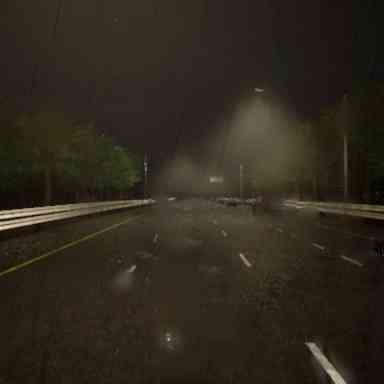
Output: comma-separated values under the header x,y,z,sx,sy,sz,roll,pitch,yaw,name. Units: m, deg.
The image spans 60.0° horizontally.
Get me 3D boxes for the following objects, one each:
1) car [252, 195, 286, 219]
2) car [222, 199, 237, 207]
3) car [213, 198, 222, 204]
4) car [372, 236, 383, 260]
x,y,z,sx,sy,sz,roll,pitch,yaw,name
7.051,1.330,30.923,2.150,2.045,5.566,0,0,0,car
7.204,1.995,61.228,2.033,1.411,5.357,0,-1,0,car
7.426,2.357,88.375,2.033,1.411,5.357,0,-1,1,car
7.004,1.555,8.770,2.033,1.411,5.357,0,0,0,car
